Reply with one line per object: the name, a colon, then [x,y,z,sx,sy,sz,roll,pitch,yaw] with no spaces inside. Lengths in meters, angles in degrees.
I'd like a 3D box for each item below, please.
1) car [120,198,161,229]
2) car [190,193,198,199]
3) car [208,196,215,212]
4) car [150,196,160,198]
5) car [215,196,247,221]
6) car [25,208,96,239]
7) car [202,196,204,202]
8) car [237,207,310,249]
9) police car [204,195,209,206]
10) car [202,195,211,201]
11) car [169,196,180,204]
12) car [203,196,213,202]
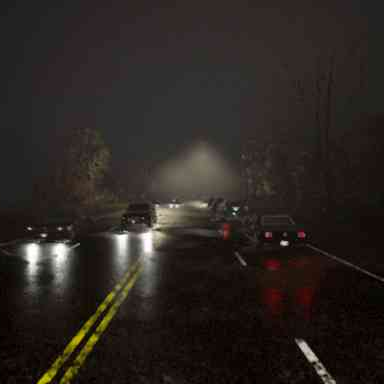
car: [-3.371,1.408,21.535,1.837,1.490,4.892,-2,1,0]
car: [0.386,1.316,90.776,1.895,1.301,4.718,0,0,1]
car: [3.289,1.374,37.938,2.033,1.649,4.856,1,0,0]
car: [-6.506,1.411,58.638,1.882,1.535,5.008,0,0,1]
car: [3.264,1.326,26.913,2.097,1.767,4.553,0,0,0]
car: [-6.590,1.549,17.442,2.033,1.411,5.357,0,0,0]
car: [3.293,1.432,59.932,1.812,1.442,4.674,0,0,0]
car: [3.370,1.579,14.426,1.895,1.301,4.718,0,1,-1]
police car: [3.282,1.358,49.043,1.930,1.638,5.238,0,1,0]
car: [3.479,1.407,81.867,1.994,1.385,4.181,0,0,1]
car: [-3.235,1.418,61.963,2.128,1.511,4.902,0,0,1]
car: [3.350,1.479,70.931,1.895,1.301,4.718,0,0,1]
